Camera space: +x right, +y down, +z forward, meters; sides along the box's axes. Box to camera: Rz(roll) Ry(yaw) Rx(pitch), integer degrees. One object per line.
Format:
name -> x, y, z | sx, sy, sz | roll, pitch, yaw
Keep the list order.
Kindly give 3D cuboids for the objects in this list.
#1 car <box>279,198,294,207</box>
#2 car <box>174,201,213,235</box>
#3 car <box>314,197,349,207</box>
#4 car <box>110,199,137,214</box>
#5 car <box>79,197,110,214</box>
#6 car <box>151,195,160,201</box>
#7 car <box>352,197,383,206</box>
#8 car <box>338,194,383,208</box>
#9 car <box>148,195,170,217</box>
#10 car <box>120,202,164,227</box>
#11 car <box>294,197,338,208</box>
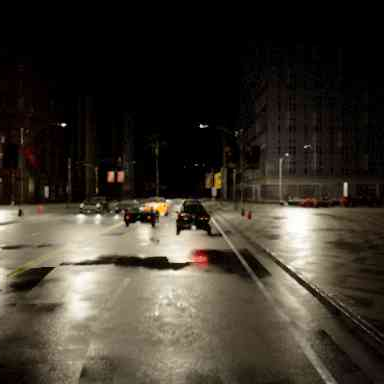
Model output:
car -> 15.174, 1.475, 49.658 | 4.313, 1.339, 1.947 | 0, 0, -1
car -> 0.093, 1.437, 18.234 | 1.837, 1.490, 4.892 | 0, 0, 0
car -> 20.814, 1.456, 49.747 | 4.313, 1.339, 1.947 | 0, 0, -1
car -> -6.511, 1.474, 34.277 | 2.033, 1.411, 5.357 | 0, 0, 0
car -> -9.768, 1.277, 33.768 | 2.097, 1.767, 4.553 | 0, 0, 0
car -> -9.769, 1.634, 88.594 | 1.812, 1.442, 4.674 | 0, 0, 0
car -> 26.452, 1.455, 49.835 | 4.206, 1.307, 1.802 | 0, 0, -1
car -> 20.944, 1.134, 41.224 | 5.009, 1.841, 2.192 | 0, 0, -1
car -> -3.156, 1.276, 30.831 | 2.097, 1.767, 4.553 | 0, 0, 0
car -> -3.154, 1.527, 21.838 | 1.895, 1.301, 4.718 | 0, 0, 0
car -> 15.306, 1.420, 41.134 | 4.206, 1.307, 1.802 | 0, 0, -1
